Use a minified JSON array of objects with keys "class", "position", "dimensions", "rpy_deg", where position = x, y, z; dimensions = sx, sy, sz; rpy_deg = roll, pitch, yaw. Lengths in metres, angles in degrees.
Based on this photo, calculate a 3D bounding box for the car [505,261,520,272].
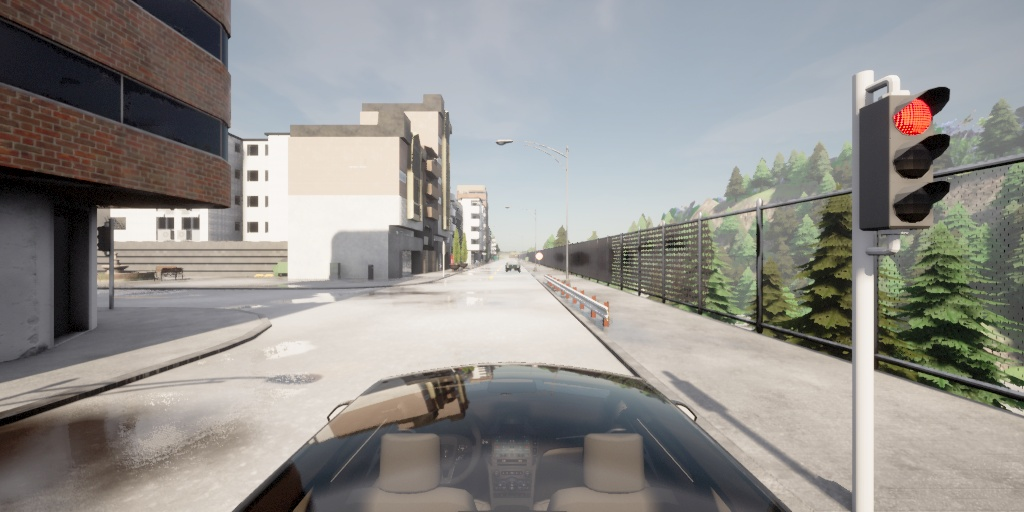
[{"class":"car","position":[0.112,1.351,46.335],"dimensions":[1.895,1.301,4.718],"rpy_deg":[0,0,0]}]
